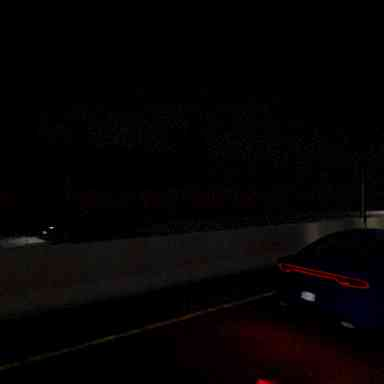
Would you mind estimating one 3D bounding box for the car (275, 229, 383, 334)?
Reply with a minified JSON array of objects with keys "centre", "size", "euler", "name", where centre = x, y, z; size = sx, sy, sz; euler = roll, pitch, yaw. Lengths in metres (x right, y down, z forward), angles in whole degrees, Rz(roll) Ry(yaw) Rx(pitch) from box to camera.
[{"centre":[3.817,1.487,6.697],"size":[5.008,1.535,1.882],"euler":[0,0,-36],"name":"car"}]
